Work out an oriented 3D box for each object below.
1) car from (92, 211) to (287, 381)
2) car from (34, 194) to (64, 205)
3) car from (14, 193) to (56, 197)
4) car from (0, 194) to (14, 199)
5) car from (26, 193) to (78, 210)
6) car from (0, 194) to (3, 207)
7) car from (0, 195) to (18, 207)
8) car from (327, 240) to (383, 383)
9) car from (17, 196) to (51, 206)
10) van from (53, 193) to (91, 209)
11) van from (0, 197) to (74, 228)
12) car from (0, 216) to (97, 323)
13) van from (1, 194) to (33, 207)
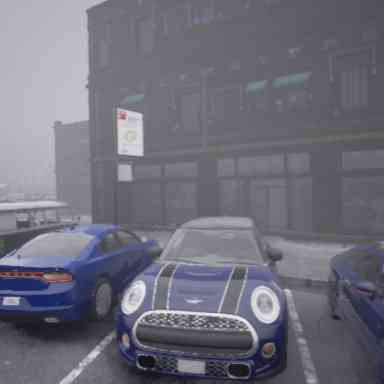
[{"bbox_3d":[0.418,1.290,5.791,2.185,1.767,4.553,-1,0,11],"label":"car"},{"bbox_3d":[-26.273,1.344,61.247,4.553,1.767,2.185,-2,0,10],"label":"car"},{"bbox_3d":[-19.165,1.263,39.594,5.566,2.045,2.435,0,1,10],"label":"car"},{"bbox_3d":[-22.034,1.366,34.458,5.566,2.045,2.435,0,1,10],"label":"car"},{"bbox_3d":[-17.700,1.210,42.165,5.566,2.045,2.435,0,1,10],"label":"car"},{"bbox_3d":[-32.259,1.433,50.767,5.566,2.045,2.435,-2,0,10],"label":"car"},{"bbox_3d":[-30.819,1.507,53.399,4.553,1.767,2.185,-2,0,10],"label":"car"},{"bbox_3d":[2.977,1.418,4.206,2.002,1.452,4.674,-1,0,11],"label":"car"},{"bbox_3d":[-27.801,1.526,58.645,4.892,1.521,2.231,-2,0,10],"label":"car"},{"bbox_3d":[-16.094,1.183,44.723,4.442,1.987,1.878,0,1,10],"label":"van"},{"bbox_3d":[-4.720,1.266,8.986,1.878,1.987,4.442,-1,0,11],"label":"van"},{"bbox_3d":[-2.170,1.453,7.311,2.097,1.535,5.008,-1,0,11],"label":"car"},{"bbox_3d":[-29.413,1.356,56.028,4.442,1.987,1.878,-2,0,10],"label":"van"}]
